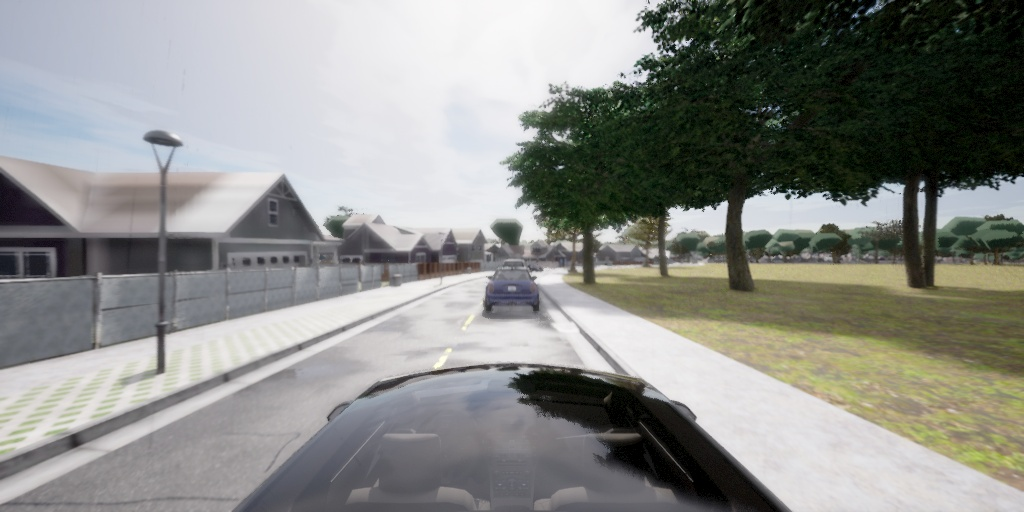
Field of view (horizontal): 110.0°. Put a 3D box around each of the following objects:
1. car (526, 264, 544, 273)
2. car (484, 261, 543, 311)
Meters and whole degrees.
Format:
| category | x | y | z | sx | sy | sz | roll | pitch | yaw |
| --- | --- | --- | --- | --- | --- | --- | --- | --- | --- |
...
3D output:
| category | x | y | z | sx | sy | sz | roll | pitch | yaw |
| --- | --- | --- | --- | --- | --- | --- | --- | --- | --- |
| car | 3.933 | 2.129 | 61.781 | 1.895 | 1.301 | 4.718 | 0 | -1 | 19 |
| car | 0.018 | 1.243 | 15.262 | 2.097 | 1.767 | 4.553 | 0 | -1 | 0 |
